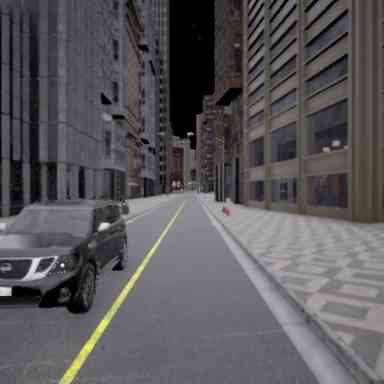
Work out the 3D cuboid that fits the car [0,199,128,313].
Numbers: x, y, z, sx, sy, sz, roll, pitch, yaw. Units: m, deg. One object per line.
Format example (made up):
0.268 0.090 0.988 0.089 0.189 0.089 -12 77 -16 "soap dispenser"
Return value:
-3.001 1.222 8.026 2.150 2.045 5.566 0 0 0 "car"
